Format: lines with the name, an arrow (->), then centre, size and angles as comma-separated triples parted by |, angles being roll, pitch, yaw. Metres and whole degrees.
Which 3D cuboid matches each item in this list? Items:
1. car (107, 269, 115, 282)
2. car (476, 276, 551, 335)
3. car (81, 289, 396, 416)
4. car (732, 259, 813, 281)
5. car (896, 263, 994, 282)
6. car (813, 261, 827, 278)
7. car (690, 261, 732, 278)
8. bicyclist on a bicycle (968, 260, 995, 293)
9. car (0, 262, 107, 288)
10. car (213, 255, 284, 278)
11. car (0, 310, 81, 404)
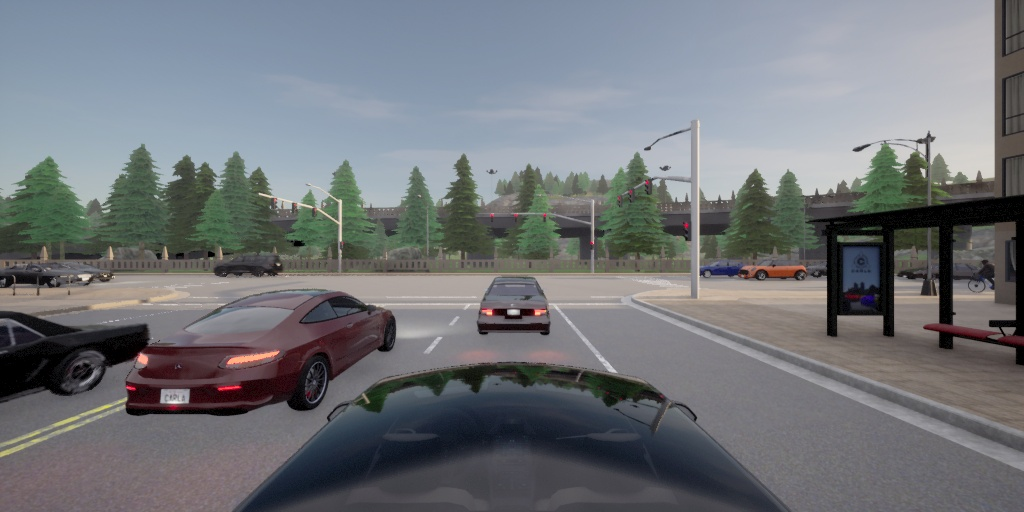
car -> -31.831, 1.202, 25.958 | 4.892, 1.490, 1.837 | 0, 0, 1
car -> 0.086, 1.298, 10.481 | 2.033, 1.411, 5.357 | 0, 0, 1
car -> -3.448, 1.276, 5.986 | 1.812, 1.442, 4.674 | 0, 0, 0
car -> 20.946, 1.049, 28.994 | 4.553, 1.767, 2.097 | 0, 0, 2
car -> 34.008, 1.245, 28.161 | 5.357, 1.411, 2.033 | 0, 0, 11
car -> 28.280, 1.189, 32.168 | 4.902, 1.511, 2.128 | 0, 0, 4
car -> 18.900, 1.175, 32.548 | 5.008, 1.535, 1.882 | 0, 0, 1
bicyclist on a bicycle -> 22.752, 0.997, 17.081 | 0.582, 1.620, 1.656 | 0, 0, 1
car -> -29.181, 1.188, 22.404 | 4.902, 1.511, 2.128 | 0, 0, -2
car -> -24.213, 0.919, 33.103 | 5.566, 2.045, 2.150 | 0, 0, 1
car -> -7.120, 1.351, 3.859 | 1.895, 1.301, 4.718 | 0, 0, 0
